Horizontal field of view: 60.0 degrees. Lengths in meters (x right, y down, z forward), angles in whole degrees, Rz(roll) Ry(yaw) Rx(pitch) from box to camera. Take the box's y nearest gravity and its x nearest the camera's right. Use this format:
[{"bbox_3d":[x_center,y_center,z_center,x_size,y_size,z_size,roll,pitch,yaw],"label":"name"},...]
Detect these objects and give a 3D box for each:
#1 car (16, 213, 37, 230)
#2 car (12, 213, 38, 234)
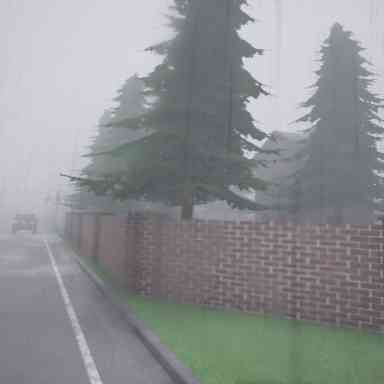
[{"bbox_3d":[-21.924,3.857,44.210,2.150,2.045,5.566,4,-4,-25],"label":"car"},{"bbox_3d":[-17.289,3.259,34.478,2.150,2.045,5.566,4,-5,-24],"label":"car"}]
